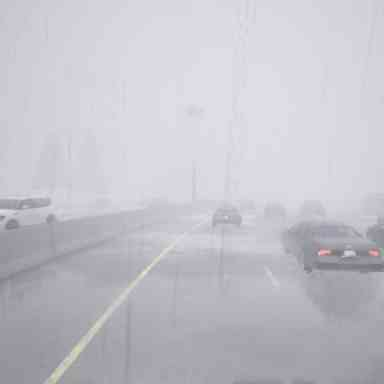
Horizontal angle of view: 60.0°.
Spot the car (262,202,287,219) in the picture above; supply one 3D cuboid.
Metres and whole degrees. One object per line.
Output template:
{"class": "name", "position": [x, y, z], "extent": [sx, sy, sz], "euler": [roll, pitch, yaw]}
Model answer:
{"class": "car", "position": [7.536, 1.643, 30.372], "extent": [1.837, 1.490, 4.892], "euler": [0, 0, 13]}

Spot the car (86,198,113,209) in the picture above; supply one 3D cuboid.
{"class": "car", "position": [-13.216, 1.554, 47.642], "extent": [2.128, 1.511, 4.902], "euler": [0, 0, 18]}

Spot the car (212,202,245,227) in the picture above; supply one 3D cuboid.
{"class": "car", "position": [2.596, 1.653, 23.979], "extent": [1.994, 1.385, 4.181], "euler": [0, 0, 10]}

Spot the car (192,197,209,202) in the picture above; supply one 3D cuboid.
{"class": "car", "position": [1.517, 1.685, 57.218], "extent": [1.837, 1.490, 4.892], "euler": [0, 0, 23]}

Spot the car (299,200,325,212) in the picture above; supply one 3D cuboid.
{"class": "car", "position": [11.828, 1.524, 33.016], "extent": [2.097, 1.767, 4.553], "euler": [0, 0, 15]}

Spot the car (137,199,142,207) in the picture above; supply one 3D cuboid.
{"class": "car", "position": [-7.285, 1.682, 54.031], "extent": [1.994, 1.385, 4.181], "euler": [0, 0, 21]}

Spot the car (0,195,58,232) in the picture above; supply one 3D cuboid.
{"class": "car", "position": [-9.275, 1.217, 17.518], "extent": [2.150, 2.045, 5.566], "euler": [0, 0, 7]}

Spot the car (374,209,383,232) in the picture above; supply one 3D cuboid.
{"class": "car", "position": [12.325, 1.734, 18.957], "extent": [1.895, 1.301, 4.718], "euler": [0, 0, 9]}

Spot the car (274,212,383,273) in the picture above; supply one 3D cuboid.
{"class": "car", "position": [4.225, 1.607, 10.898], "extent": [2.033, 1.411, 5.357], "euler": [0, 0, 6]}

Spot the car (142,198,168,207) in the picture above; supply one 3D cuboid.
{"class": "car", "position": [-5.182, 1.623, 49.602], "extent": [1.837, 1.490, 4.892], "euler": [0, 0, 19]}

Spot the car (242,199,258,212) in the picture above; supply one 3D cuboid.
{"class": "car", "position": [7.216, 1.675, 42.011], "extent": [1.837, 1.490, 4.892], "euler": [0, 0, 18]}

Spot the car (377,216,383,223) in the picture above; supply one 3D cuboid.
{"class": "car", "position": [7.867, 1.575, 11.699], "extent": [2.128, 1.511, 4.902], "euler": [0, 0, 6]}
